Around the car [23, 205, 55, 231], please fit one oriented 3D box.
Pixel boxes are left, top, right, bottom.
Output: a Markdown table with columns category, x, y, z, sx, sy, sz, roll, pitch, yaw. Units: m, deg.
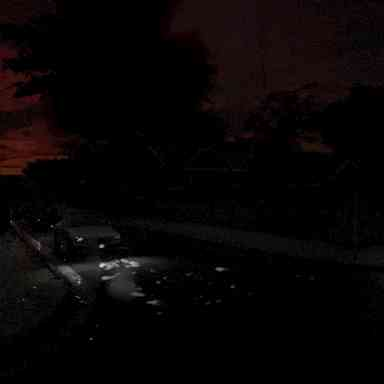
| category | x | y | z | sx | sy | sz | roll | pitch | yaw |
| --- | --- | --- | --- | --- | --- | --- | --- | --- | --- |
| car | -9.478 | 1.723 | 21.582 | 1.895 | 1.301 | 4.718 | 0 | 0 | -33 |

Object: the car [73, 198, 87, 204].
| category | x | y | z | sx | sy | sz | roll | pitch | yaw |
| --- | --- | --- | --- | --- | --- | --- | --- | --- | --- |
| car | -29.020 | 2.232 | 86.519 | 2.097 | 1.767 | 4.553 | -1 | -1 | 7 |

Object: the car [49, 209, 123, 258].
| category | x | y | z | sx | sy | sz | roll | pitch | yaw |
| --- | --- | --- | --- | --- | --- | --- | --- | --- | --- |
| car | -4.355 | 1.607 | 13.525 | 1.812 | 1.442 | 4.674 | 0 | 0 | -32 |

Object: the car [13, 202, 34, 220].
| category | x | y | z | sx | sy | sz | roll | pitch | yaw |
| --- | --- | --- | --- | --- | --- | --- | --- | --- | --- |
| car | -15.407 | 1.702 | 30.893 | 1.812 | 1.442 | 4.674 | 0 | 0 | -32 |
